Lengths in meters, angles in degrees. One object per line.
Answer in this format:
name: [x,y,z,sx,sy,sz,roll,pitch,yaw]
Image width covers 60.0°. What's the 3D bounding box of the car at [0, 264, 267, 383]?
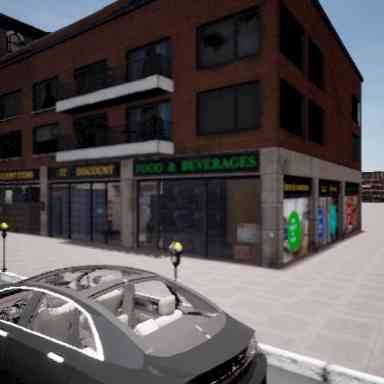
car: [-1.356,1.549,3.844,4.403,1.369,2.008,0,0,36]
